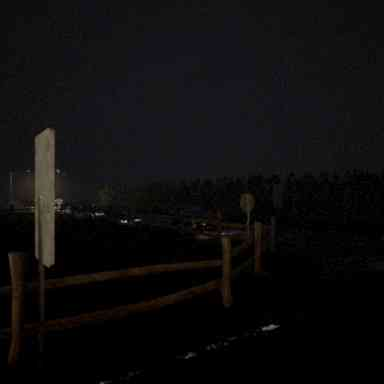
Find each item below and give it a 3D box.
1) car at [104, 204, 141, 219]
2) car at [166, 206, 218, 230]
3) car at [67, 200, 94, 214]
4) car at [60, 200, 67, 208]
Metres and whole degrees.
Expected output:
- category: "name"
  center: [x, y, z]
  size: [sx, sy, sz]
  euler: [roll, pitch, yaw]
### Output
- category: "car"
  center: [-6.920, 1.867, 32.677]
  size: [2.033, 1.411, 5.357]
  euler: [0, 0, -35]
- category: "car"
  center: [0.029, 1.727, 22.899]
  size: [1.837, 1.490, 4.892]
  euler: [0, -1, -35]
- category: "car"
  center: [-13.930, 1.775, 42.566]
  size: [2.097, 1.767, 4.553]
  euler: [0, 0, -35]
- category: "car"
  center: [-21.787, 2.145, 58.657]
  size: [1.994, 1.385, 4.181]
  euler: [0, -1, -35]
